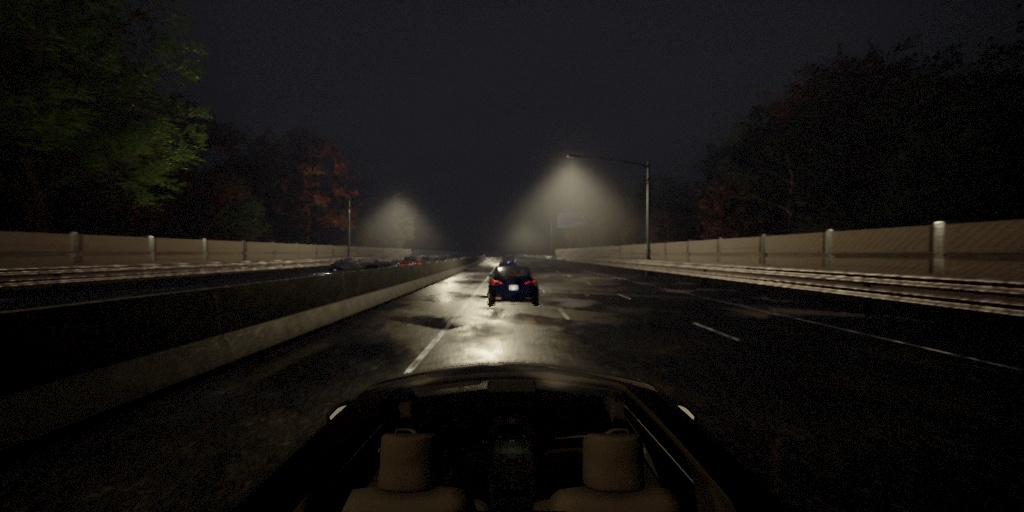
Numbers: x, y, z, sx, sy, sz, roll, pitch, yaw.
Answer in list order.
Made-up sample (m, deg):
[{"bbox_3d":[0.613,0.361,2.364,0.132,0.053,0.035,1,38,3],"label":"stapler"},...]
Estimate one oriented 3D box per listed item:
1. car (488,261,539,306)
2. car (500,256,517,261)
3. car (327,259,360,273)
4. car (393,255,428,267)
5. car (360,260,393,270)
[{"bbox_3d":[0.039,1.146,15.149,2.163,1.488,4.792,0,0,0],"label":"car"},{"bbox_3d":[-0.463,0.754,45.073,2.097,1.767,4.553,0,0,-1],"label":"car"},{"bbox_3d":[-17.989,1.009,39.003,2.033,1.411,5.357,0,0,-1],"label":"car"},{"bbox_3d":[-10.991,0.808,39.204,2.097,1.767,4.553,0,0,-1],"label":"car"},{"bbox_3d":[-14.494,1.058,39.291,1.895,1.301,4.718,0,0,-1],"label":"car"}]
